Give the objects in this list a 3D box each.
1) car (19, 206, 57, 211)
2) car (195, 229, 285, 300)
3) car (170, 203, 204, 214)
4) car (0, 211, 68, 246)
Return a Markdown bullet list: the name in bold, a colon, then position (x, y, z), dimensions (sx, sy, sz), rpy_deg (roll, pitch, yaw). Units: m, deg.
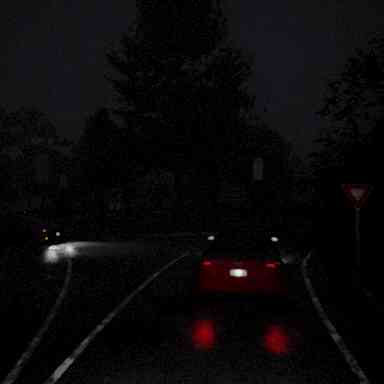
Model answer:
- **car**: position (-18.627, 2.392, 39.830), dimensions (1.895, 1.301, 4.718), rpy_deg (-1, -1, 28)
- **car**: position (1.311, 1.663, 8.764), dimensions (1.994, 1.385, 4.181), rpy_deg (0, -1, 10)
- **car**: position (-0.784, 2.431, 48.625), dimensions (5.008, 1.535, 1.882), rpy_deg (0, -2, 12)
- **car**: position (-8.331, 1.836, 16.604), dimensions (4.181, 1.385, 1.994), rpy_deg (0, -1, 18)
